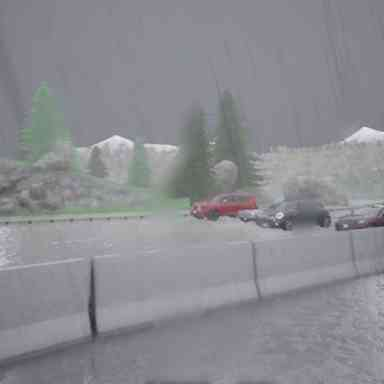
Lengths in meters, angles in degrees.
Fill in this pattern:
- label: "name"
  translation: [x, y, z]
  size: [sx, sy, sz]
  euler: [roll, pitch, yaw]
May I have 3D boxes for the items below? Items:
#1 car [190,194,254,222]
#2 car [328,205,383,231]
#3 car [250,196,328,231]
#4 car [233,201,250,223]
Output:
- label: "car"
  translation: [2.622, 1.152, 25.984]
  size: [5.566, 2.045, 2.150]
  euler: [0, 0, -29]
- label: "car"
  translation: [9.851, 1.462, 17.966]
  size: [4.674, 1.442, 1.812]
  euler: [0, 0, -28]
- label: "car"
  translation: [6.102, 1.287, 19.904]
  size: [4.553, 1.767, 2.097]
  euler: [0, 0, -29]
- label: "car"
  translation: [5.558, 1.529, 23.601]
  size: [4.718, 1.301, 1.895]
  euler: [0, 0, -28]
